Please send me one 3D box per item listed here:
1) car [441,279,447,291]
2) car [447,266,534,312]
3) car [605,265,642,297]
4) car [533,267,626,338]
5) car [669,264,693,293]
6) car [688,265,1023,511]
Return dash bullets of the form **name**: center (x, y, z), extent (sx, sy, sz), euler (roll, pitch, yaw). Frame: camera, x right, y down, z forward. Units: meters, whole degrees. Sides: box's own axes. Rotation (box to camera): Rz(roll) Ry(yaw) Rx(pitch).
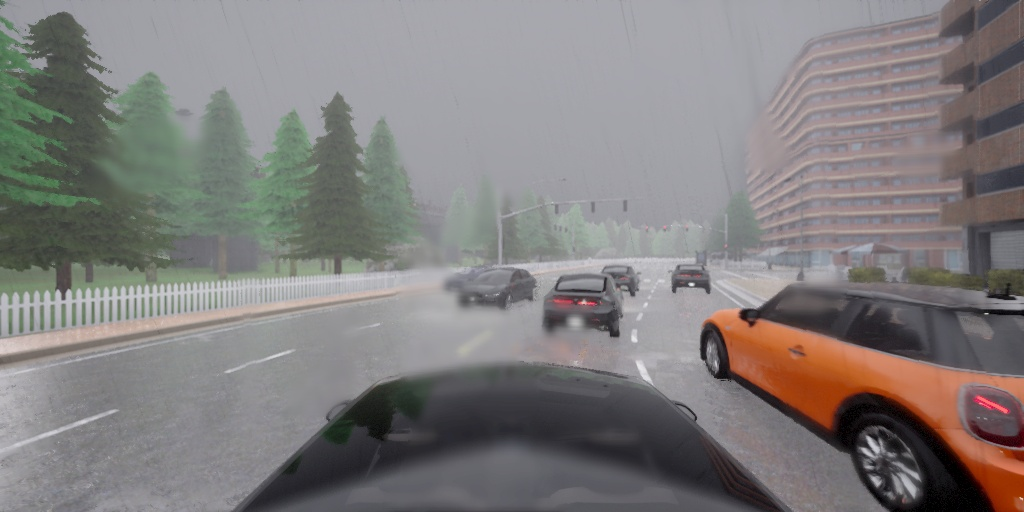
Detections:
- **car**: center (-1.749, 1.267, 20.129), extent (2.033, 1.411, 5.357), euler (0, 0, 24)
- **car**: center (-0.400, 1.234, 14.365), extent (1.837, 1.490, 4.892), euler (0, 0, 22)
- **car**: center (5.692, 1.226, 19.071), extent (1.837, 1.490, 4.892), euler (0, 0, 23)
- **car**: center (2.197, 1.241, 10.332), extent (1.837, 1.490, 4.892), euler (0, 0, 19)
- **car**: center (10.036, 1.220, 20.310), extent (1.837, 1.490, 4.892), euler (0, -1, 23)
- **car**: center (4.101, 1.097, 4.270), extent (2.097, 1.767, 4.553), euler (0, 0, 6)
